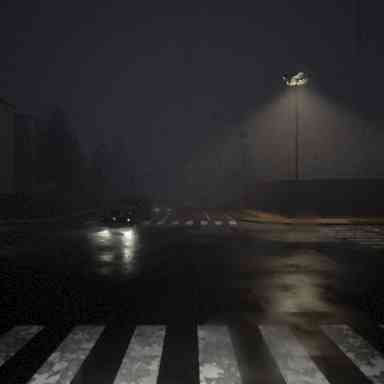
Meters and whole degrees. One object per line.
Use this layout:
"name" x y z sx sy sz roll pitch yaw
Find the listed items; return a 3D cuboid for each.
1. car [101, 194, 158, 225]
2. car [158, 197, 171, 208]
"car" -4.486 1.262 24.108 2.150 2.045 5.566 1 2 11
"car" -4.063 1.488 48.253 1.882 1.535 5.008 0 1 0
